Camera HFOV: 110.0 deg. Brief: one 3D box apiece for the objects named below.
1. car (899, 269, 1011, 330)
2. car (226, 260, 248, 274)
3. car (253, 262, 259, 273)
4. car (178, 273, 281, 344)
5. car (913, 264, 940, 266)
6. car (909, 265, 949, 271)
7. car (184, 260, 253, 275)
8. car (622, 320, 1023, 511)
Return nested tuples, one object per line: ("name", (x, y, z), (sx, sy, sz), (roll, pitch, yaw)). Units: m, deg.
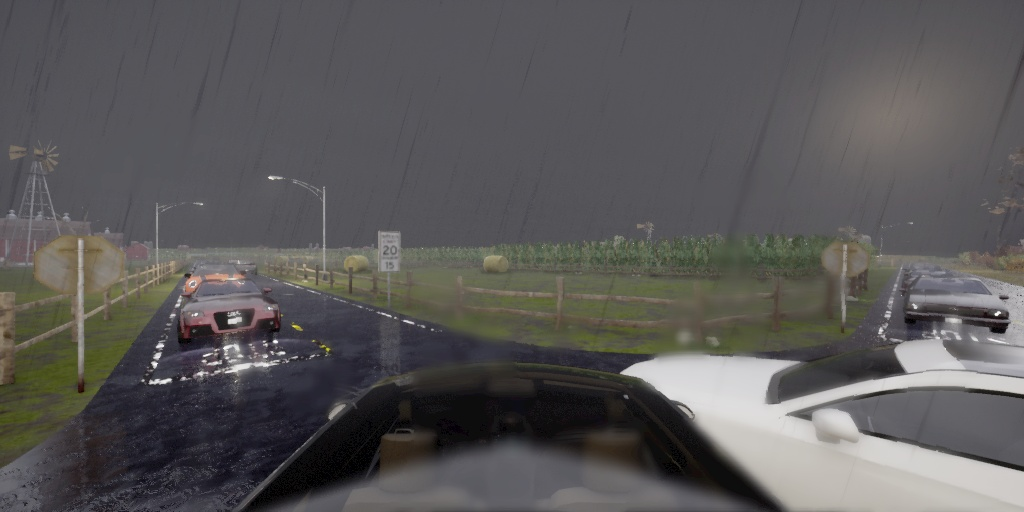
("car", (13.622, 1.335, 11.209), (5.357, 1.411, 2.033), (0, 1, -42))
("car", (-33.291, 1.275, 43.348), (1.837, 1.490, 4.892), (0, 0, -41))
("car", (-26.642, 1.259, 35.825), (2.128, 1.511, 4.902), (0, 0, -41))
("car", (-7.849, 1.349, 9.931), (1.994, 1.385, 4.181), (0, 0, -42))
("car", (28.645, 1.309, 24.850), (4.902, 1.511, 2.128), (0, 1, -42))
("car", (21.018, 1.364, 17.929), (4.181, 1.385, 1.994), (0, 1, -43))
("car", (-13.562, 1.130, 16.469), (2.097, 1.767, 4.553), (0, 0, -41))
("car", (2.857, 1.293, 2.241), (1.812, 1.442, 4.674), (0, 1, -43))
